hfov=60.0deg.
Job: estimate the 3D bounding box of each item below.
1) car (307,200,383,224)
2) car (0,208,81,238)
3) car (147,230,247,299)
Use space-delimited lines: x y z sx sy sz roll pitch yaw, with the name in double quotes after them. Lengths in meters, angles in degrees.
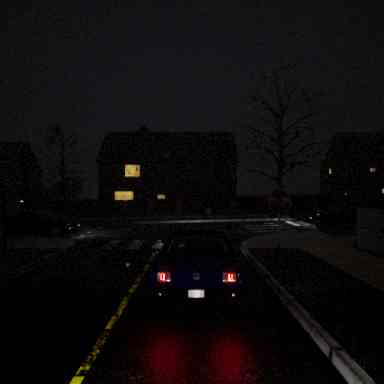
10.383 1.235 21.626 5.357 1.411 2.033 -1 1 0 "car"
-8.783 1.687 18.677 4.892 1.490 1.837 -1 1 0 "car"
0.151 1.601 8.392 1.895 1.301 4.718 0 0 2 "car"
